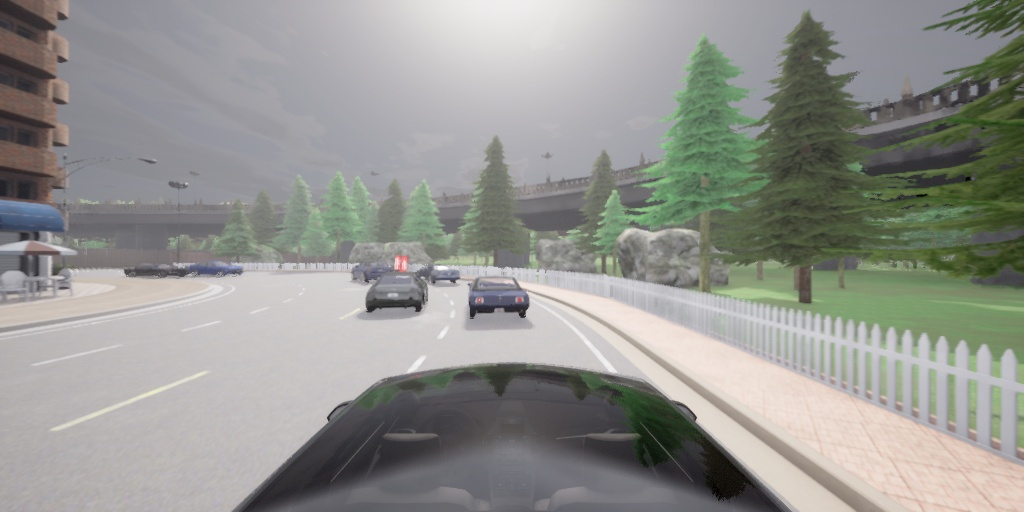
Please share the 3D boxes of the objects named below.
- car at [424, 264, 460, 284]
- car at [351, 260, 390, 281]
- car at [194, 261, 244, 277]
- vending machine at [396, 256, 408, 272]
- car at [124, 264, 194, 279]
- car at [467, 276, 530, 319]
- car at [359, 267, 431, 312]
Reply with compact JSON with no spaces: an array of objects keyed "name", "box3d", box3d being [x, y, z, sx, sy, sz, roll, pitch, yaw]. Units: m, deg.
[{"name":"car","box3d":[-5.694,1.291,26.799,2.033,1.411,5.357,0,0,-33]},{"name":"car","box3d":[-10.998,1.094,28.010,2.097,1.767,4.553,0,0,-38]},{"name":"car","box3d":[-28.680,1.220,34.913,5.008,1.535,1.882,0,0,12]},{"name":"vending machine","box3d":[-12.168,0.936,39.511,0.880,2.100,1.100,0,0,36]},{"name":"car","box3d":[-31.577,1.344,31.963,4.718,1.301,1.895,0,0,7]},{"name":"car","box3d":[-0.665,1.348,12.927,1.895,1.301,4.718,0,0,-8]},{"name":"car","box3d":[-4.435,1.310,14.233,1.994,1.385,4.181,0,0,-10]}]
